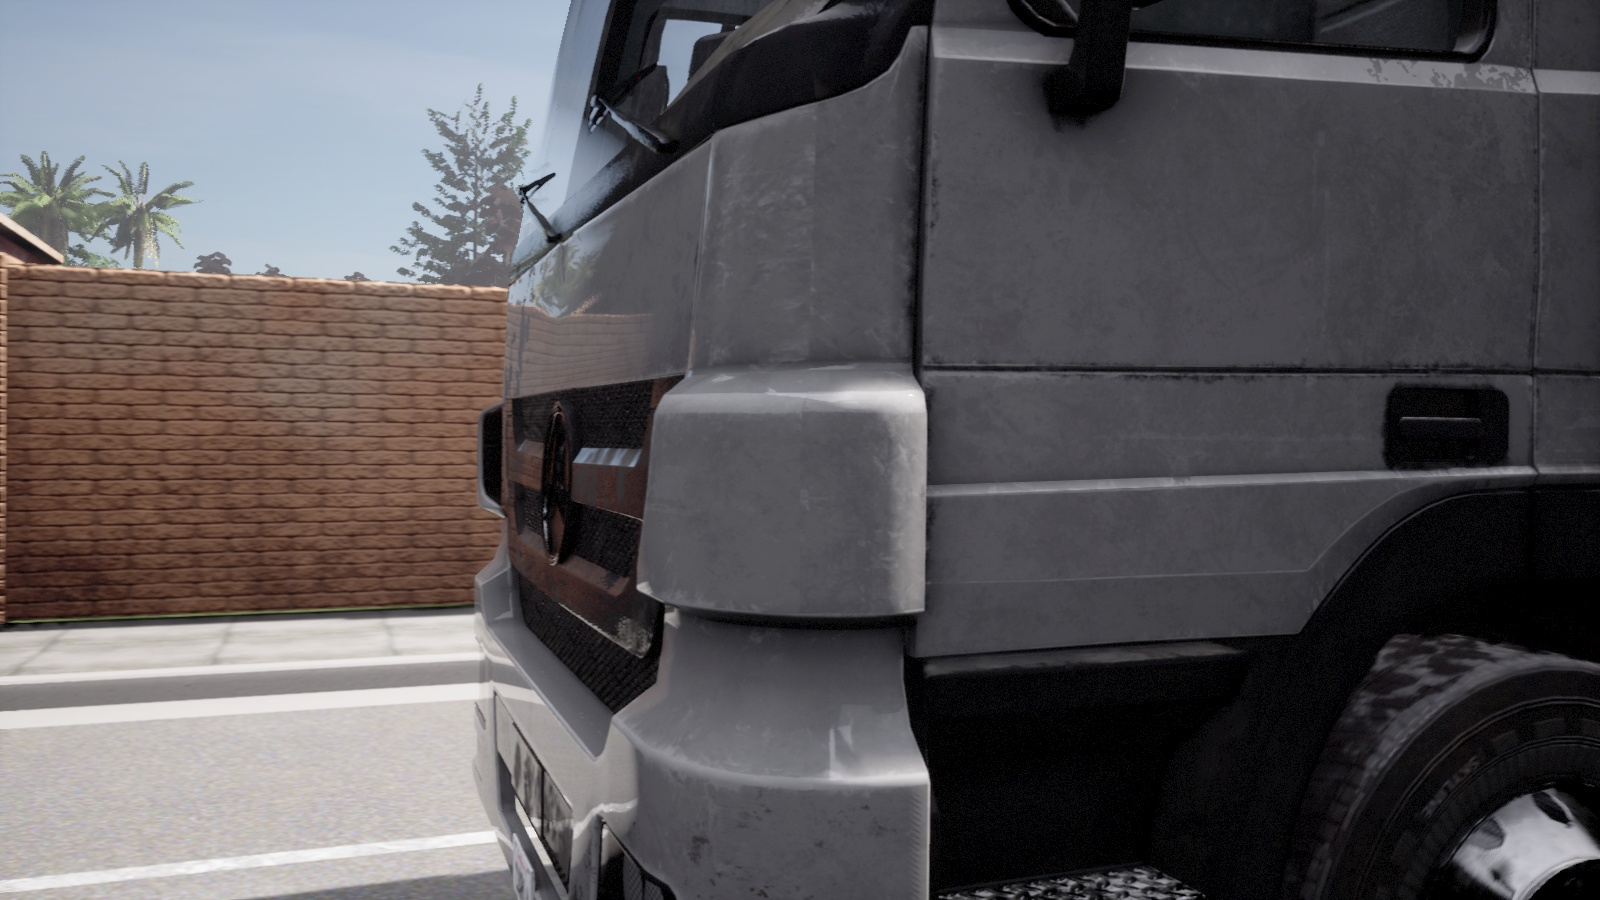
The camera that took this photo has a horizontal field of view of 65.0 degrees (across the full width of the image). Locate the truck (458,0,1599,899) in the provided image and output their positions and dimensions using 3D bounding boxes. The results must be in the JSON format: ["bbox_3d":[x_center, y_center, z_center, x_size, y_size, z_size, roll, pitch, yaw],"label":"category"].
[{"bbox_3d":[3.062,-0.289,4.390,7.936,3.462,2.891,-1,1,-21],"label":"truck"}]
